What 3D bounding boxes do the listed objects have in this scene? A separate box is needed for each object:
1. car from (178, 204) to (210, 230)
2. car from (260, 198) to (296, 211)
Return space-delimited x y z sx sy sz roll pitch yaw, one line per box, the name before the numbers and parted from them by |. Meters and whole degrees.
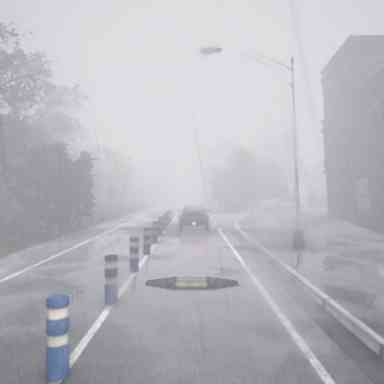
car | 0.124 1.558 21.691 1.837 1.490 4.892 0 0 0
car | 9.527 1.453 36.875 4.674 1.442 1.812 1 -7 -35
